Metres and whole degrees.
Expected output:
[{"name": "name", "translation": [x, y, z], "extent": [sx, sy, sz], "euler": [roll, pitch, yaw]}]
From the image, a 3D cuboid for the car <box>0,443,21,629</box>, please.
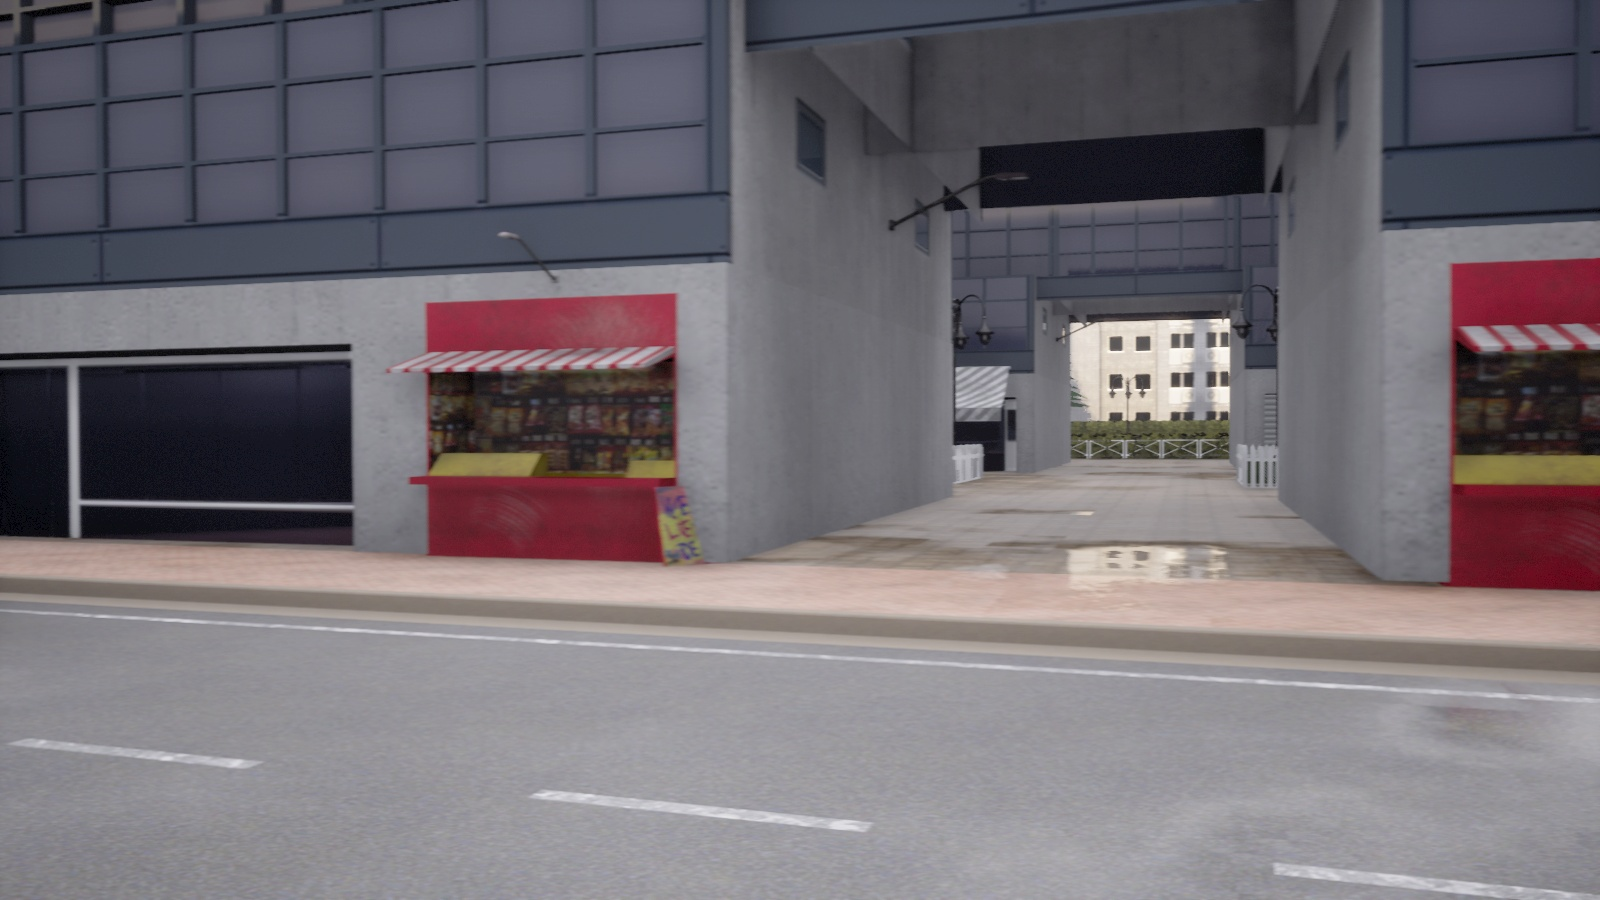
[{"name": "car", "translation": [-8.656, 0.663, 9.800], "extent": [4.674, 1.442, 1.812], "euler": [1, 1, 19]}]
